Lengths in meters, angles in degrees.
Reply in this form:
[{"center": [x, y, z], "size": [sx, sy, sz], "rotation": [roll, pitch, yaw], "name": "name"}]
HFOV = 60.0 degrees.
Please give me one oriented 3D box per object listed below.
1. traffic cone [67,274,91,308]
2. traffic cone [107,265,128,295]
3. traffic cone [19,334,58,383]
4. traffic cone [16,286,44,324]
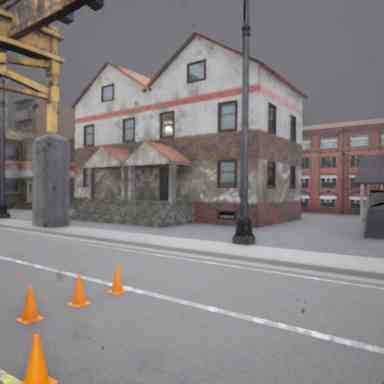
[{"center": [-2.258, 1.945, 6.650], "size": [0.340, 0.580, 0.340], "rotation": [0, 0, 36], "name": "traffic cone"}, {"center": [-1.674, 1.945, 7.461], "size": [0.340, 0.580, 0.340], "rotation": [0, 0, 36], "name": "traffic cone"}, {"center": [-1.805, 1.949, 3.858], "size": [0.340, 0.580, 0.340], "rotation": [0, 0, 36], "name": "traffic cone"}, {"center": [-2.843, 1.945, 5.839], "size": [0.340, 0.580, 0.340], "rotation": [0, 0, 36], "name": "traffic cone"}]
